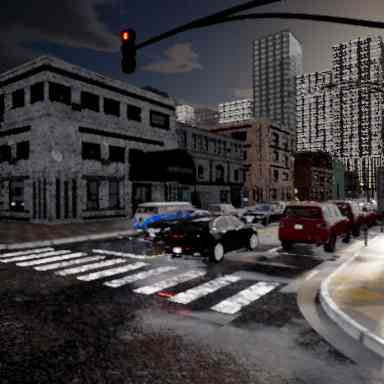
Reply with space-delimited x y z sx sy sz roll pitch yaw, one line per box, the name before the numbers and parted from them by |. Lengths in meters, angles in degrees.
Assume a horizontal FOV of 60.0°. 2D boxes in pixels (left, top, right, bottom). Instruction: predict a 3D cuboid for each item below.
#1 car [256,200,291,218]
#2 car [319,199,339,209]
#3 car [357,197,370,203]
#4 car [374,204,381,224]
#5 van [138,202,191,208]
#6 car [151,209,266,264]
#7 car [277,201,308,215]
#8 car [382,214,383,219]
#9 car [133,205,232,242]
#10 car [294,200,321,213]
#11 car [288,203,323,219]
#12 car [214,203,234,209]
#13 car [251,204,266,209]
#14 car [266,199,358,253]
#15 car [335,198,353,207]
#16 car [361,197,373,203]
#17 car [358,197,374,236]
car | 8.041 1.627 32.492 1.967 1.590 4.097 -1 -1 35
car | 20.730 1.786 50.371 1.752 1.417 4.829 -1 -1 35
car | 40.011 1.938 77.540 2.008 1.369 4.403 -1 -1 35
car | 11.681 1.630 23.138 1.887 1.381 4.507 -1 -1 35
van | -1.551 1.482 18.977 1.690 1.788 3.998 -1 -1 35
car | 0.867 1.576 12.407 1.837 1.490 4.892 -2 -1 33
car | 11.238 1.755 36.995 2.008 1.369 4.403 -1 -1 35
car | 14.878 1.667 27.643 1.947 1.339 4.313 -1 -1 35
car | -0.282 1.602 16.281 2.128 1.511 4.902 -1 -1 35
car | 14.436 1.773 41.500 2.008 1.369 4.403 -1 -1 35
car | 11.058 1.766 32.247 1.895 1.301 4.718 -1 -1 35
car | 1.647 1.595 23.481 1.967 1.590 4.097 -1 -1 35
car | 5.197 1.627 24.004 2.128 1.511 4.902 -1 -1 35
car | 5.284 1.370 14.130 2.192 1.841 5.009 -1 -1 35
car | 27.224 1.852 59.520 2.008 1.369 4.403 -1 -1 35
car | 43.208 1.955 82.045 1.887 1.381 4.507 -1 -1 35
car | 8.481 1.385 18.635 2.192 1.841 5.009 -1 -1 35
